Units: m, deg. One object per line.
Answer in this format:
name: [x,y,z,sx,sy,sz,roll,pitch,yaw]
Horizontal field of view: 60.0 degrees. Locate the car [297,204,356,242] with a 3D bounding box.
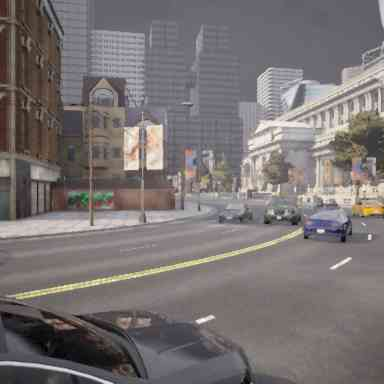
car: [6.758,1.524,16.408,1.812,1.442,4.674,0,0,31]

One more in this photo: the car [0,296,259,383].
car: [-1.647,1.502,2.104,4.892,1.490,1.837,0,0,-36]

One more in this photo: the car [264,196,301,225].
car: [6.706,1.312,24.168,2.150,2.045,5.566,0,0,22]

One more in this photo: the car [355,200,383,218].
car: [15.871,1.471,30.029,1.882,1.535,5.008,0,0,13]

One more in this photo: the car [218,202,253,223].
car: [3.478,1.542,25.520,1.812,1.442,4.674,0,0,22]

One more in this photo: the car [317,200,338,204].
car: [12.458,1.478,30.803,2.128,1.511,4.902,0,0,13]
